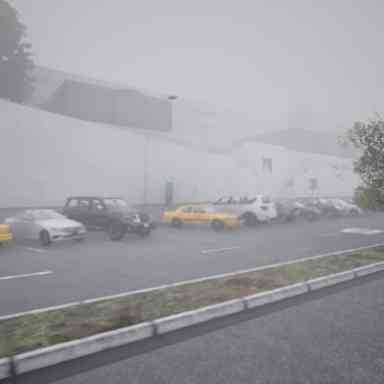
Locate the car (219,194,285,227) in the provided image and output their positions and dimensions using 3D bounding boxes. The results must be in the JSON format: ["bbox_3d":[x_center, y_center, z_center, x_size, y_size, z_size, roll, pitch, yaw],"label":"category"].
[{"bbox_3d":[2.890,1.190,22.328,5.566,2.045,2.435,-1,0,35],"label":"car"}]

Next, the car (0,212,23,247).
[{"bbox_3d":[-9.474,1.491,13.707,5.366,1.575,1.946,-1,0,35],"label":"car"}]

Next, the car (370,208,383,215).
[{"bbox_3d":[15.154,1.272,31.010,5.008,1.535,2.097,-1,0,35],"label":"car"}]

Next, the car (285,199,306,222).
[{"bbox_3d":[5.338,1.445,24.066,4.792,1.488,2.163,-1,0,35],"label":"car"}]

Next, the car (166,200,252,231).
[{"bbox_3d":[0.623,1.455,20.469,5.366,1.575,1.946,-1,-1,35],"label":"car"}]

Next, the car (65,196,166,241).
[{"bbox_3d":[-4.397,1.237,17.080,5.566,2.045,2.435,-1,-1,35],"label":"car"}]

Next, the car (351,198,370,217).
[{"bbox_3d":[12.704,1.353,29.279,4.674,1.452,2.002,-1,-1,35],"label":"car"}]

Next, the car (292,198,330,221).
[{"bbox_3d":[7.816,1.429,25.801,4.674,1.452,2.002,-1,-1,35],"label":"car"}]

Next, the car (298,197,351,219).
[{"bbox_3d":[10.232,1.226,27.556,4.553,1.767,2.185,-1,-1,35],"label":"car"}]

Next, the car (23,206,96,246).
[{"bbox_3d":[-6.873,1.531,15.352,4.674,1.452,2.002,-1,-1,35],"label":"car"}]
